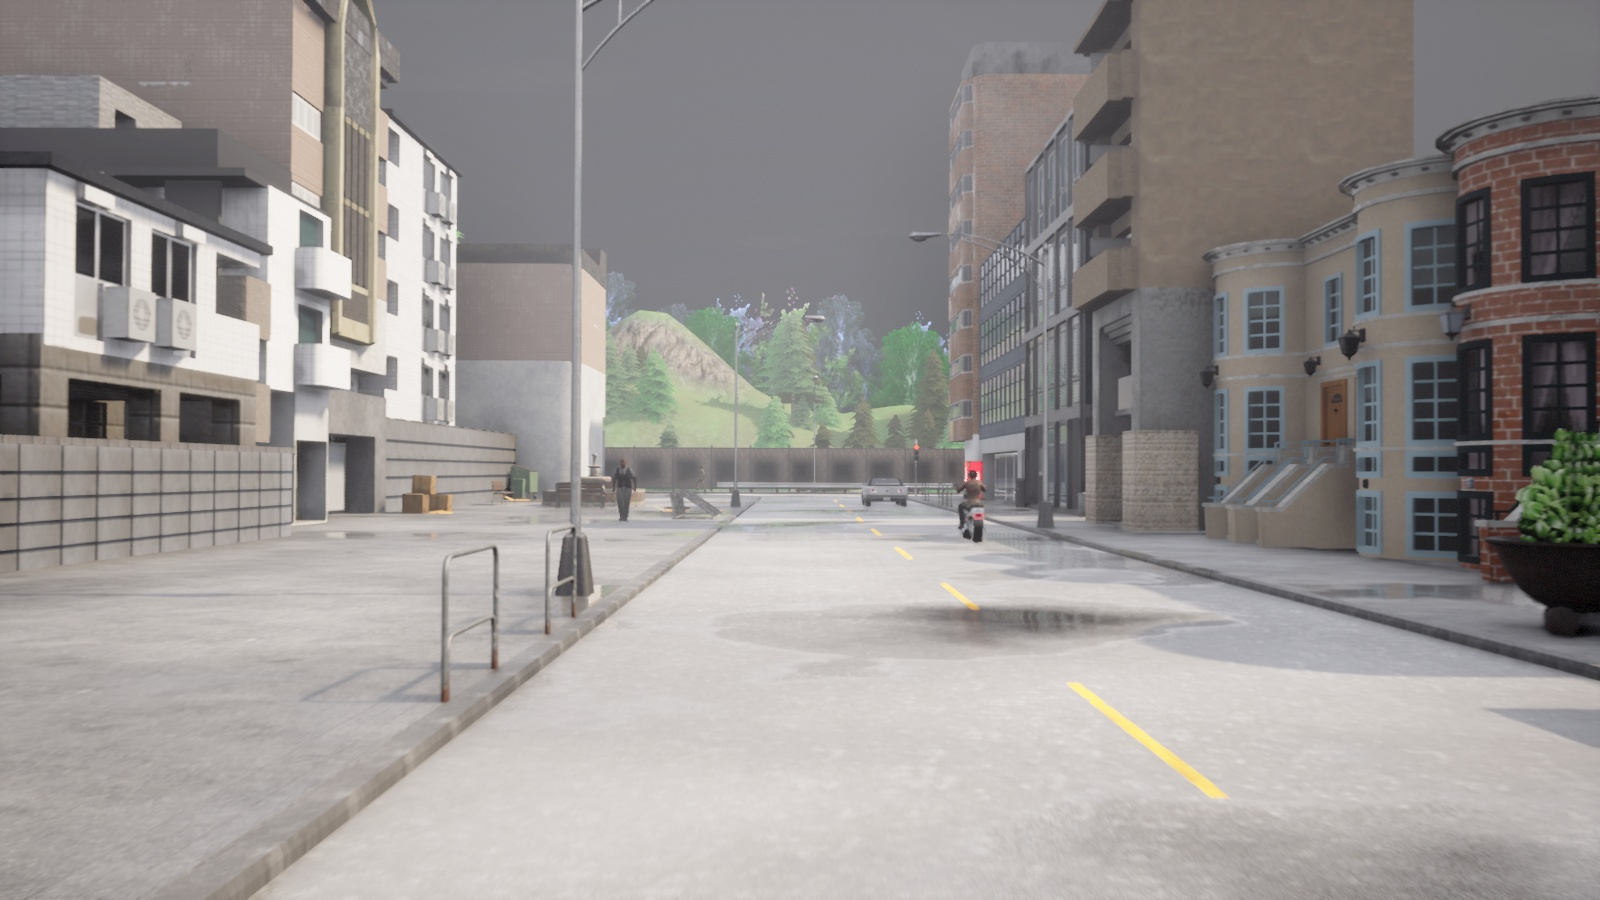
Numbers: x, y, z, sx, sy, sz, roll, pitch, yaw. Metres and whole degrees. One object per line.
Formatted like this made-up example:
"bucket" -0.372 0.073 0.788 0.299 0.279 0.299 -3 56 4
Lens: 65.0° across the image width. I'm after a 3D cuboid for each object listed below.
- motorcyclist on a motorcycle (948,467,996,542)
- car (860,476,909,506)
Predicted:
"motorcyclist on a motorcycle" 3.924 1.232 28.821 0.766 1.649 2.350 0 -1 0
"car" 3.850 1.867 57.803 1.895 1.301 4.718 0 -1 0
